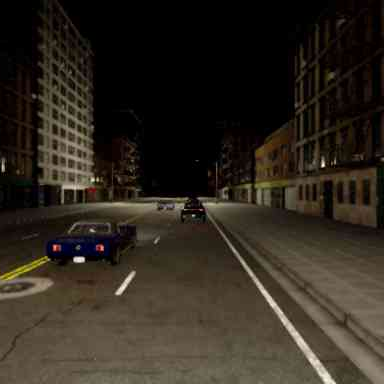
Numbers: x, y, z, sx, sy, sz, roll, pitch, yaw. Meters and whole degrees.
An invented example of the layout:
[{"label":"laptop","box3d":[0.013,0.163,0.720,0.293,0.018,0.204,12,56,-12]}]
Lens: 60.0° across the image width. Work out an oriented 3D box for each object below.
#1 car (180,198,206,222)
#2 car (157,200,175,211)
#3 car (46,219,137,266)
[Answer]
[{"label":"car","box3d":[0.099,1.481,26.209,2.128,1.511,4.902,0,0,0]},{"label":"car","box3d":[-3.151,1.586,41.182,1.895,1.301,4.718,0,0,0]},{"label":"car","box3d":[-3.151,1.596,11.525,1.895,1.301,4.718,0,0,0]}]
